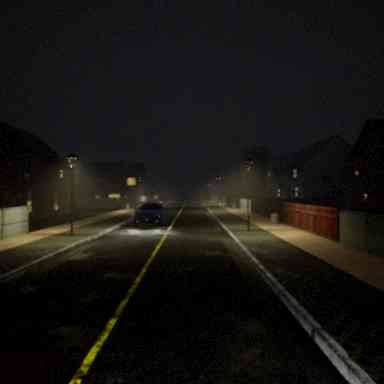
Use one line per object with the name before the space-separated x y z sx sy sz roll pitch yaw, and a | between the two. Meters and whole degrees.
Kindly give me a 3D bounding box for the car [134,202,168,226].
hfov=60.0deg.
car | -2.796 1.468 23.221 1.882 1.535 5.008 0 0 0
